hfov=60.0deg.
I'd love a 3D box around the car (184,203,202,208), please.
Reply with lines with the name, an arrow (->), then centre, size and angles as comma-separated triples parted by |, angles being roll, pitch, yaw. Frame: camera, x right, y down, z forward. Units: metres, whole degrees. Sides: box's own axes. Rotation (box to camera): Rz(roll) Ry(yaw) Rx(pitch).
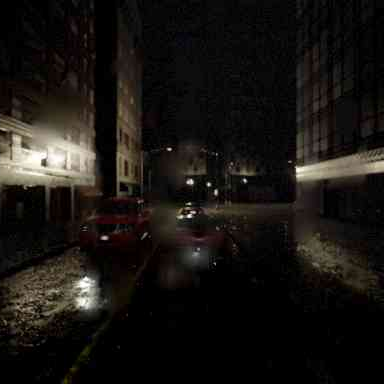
car -> 0.088, 1.683, 29.295 | 2.033, 1.411, 5.357 | 0, 0, 0

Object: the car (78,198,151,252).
car -> -3.104, 1.285, 14.572 | 2.150, 2.045, 5.566 | 0, 0, 0

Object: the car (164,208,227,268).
car -> 0.097, 1.542, 11.532 | 2.128, 1.511, 4.902 | 0, 0, 0
